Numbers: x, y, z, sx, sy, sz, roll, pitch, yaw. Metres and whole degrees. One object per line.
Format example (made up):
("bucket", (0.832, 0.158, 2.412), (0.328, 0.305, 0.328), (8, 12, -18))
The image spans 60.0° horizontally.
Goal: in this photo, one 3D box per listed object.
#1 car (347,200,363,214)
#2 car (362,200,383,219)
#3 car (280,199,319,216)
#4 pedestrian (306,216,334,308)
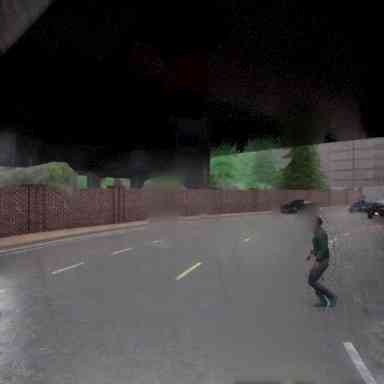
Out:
("car", (18.043, 1.525, 34.780), (4.674, 1.442, 1.812), (0, 0, -43))
("car", (16.556, 1.503, 28.289), (4.892, 1.490, 1.837), (1, -1, -43))
("car", (10.539, 1.477, 32.587), (5.008, 1.535, 1.882), (0, 0, -43))
("pedestrian", (2.458, 1.294, 6.416), (0.375, 1.860, 0.375), (0, 0, 14))
